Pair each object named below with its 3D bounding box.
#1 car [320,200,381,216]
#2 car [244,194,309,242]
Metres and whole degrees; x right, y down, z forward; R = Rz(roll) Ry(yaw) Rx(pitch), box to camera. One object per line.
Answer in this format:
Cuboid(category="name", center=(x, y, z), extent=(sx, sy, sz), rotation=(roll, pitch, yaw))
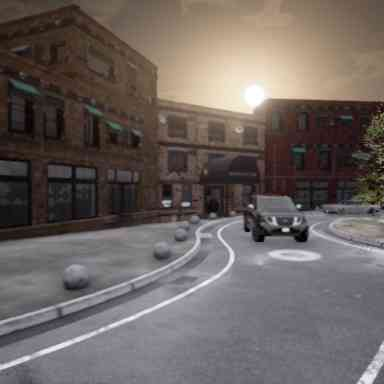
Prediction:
Cuboid(category="car", center=(13.453, 1.313, 28.366), extent=(4.718, 1.301, 1.895), rotation=(0, 0, -14))
Cuboid(category="car", center=(3.850, 1.135, 16.199), extent=(2.150, 2.045, 5.566), rotation=(0, 1, 1))
